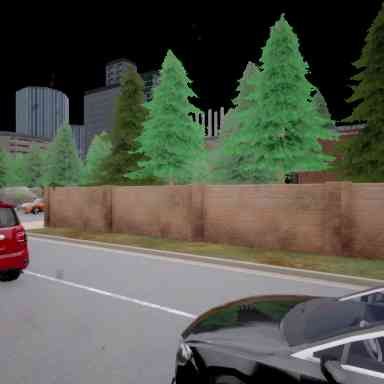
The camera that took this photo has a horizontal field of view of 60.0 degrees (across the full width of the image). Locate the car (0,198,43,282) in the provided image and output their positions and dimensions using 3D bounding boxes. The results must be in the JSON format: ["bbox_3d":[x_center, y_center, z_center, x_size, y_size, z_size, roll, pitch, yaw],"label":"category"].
[{"bbox_3d":[-6.420,1.221,8.540,5.566,2.045,2.150,0,0,36],"label":"car"}]

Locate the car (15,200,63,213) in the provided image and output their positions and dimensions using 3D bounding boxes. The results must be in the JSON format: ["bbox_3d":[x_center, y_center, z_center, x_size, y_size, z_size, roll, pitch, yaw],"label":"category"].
[{"bbox_3d":[-17.368,1.601,37.927,1.895,1.301,4.718,0,0,35],"label":"car"}]

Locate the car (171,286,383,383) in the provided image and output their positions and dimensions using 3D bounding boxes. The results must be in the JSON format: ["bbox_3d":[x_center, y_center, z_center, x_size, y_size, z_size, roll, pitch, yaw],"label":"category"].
[{"bbox_3d":[2.052,1.492,2.529,4.902,1.511,2.128,0,0,36],"label":"car"}]
